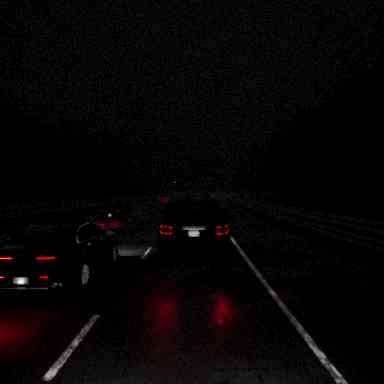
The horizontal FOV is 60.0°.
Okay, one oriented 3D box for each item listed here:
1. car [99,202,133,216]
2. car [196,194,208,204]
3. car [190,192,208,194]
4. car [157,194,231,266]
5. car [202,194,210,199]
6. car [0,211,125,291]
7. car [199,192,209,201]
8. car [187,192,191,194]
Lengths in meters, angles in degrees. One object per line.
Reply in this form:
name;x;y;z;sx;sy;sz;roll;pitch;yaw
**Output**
car;-6.504;1.550;28.899;1.895;1.301;4.718;0;0;2
car;1.843;1.208;59.186;2.097;1.767;4.553;0;0;3
car;1.197;1.258;47.357;2.097;1.767;4.553;0;0;3
car;0.087;1.208;11.642;2.150;2.045;5.566;0;0;1
car;4.006;1.234;94.978;2.033;1.411;5.357;0;0;3
car;-3.345;1.493;8.989;1.837;1.490;4.892;0;0;1
car;2.812;1.001;75.205;2.150;2.045;5.566;0;0;3
car;-0.269;0.964;82.194;2.150;2.045;5.566;0;0;3
